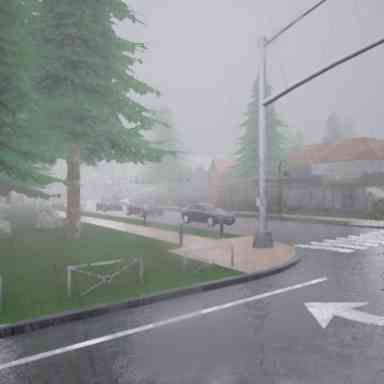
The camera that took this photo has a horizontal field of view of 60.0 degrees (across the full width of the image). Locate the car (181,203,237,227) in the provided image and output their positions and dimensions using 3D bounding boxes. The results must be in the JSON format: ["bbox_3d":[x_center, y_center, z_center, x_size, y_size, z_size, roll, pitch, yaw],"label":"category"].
[{"bbox_3d":[1.093,1.568,23.654,1.837,1.490,4.892,0,0,-35],"label":"car"}]

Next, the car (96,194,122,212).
[{"bbox_3d":[-9.931,1.413,39.826,2.097,1.767,4.553,0,0,-32],"label":"car"}]

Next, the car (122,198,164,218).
[{"bbox_3d":[-4.493,1.414,31.610,2.097,1.767,4.553,0,0,-35],"label":"car"}]
